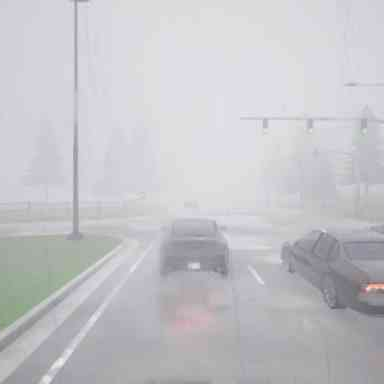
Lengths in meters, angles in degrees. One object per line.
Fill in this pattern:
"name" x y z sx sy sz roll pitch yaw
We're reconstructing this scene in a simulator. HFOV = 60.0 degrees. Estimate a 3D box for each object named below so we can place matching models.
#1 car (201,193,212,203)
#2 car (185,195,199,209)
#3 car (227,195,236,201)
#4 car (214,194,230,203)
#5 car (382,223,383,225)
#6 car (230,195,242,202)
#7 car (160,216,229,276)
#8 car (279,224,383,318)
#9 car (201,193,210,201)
"car" 3.495 1.547 78.235 2.097 1.767 4.553 0 0 0
"car" -0.003 1.598 47.227 1.882 1.535 5.008 0 0 0
"car" 10.494 1.558 88.269 1.837 1.490 4.892 0 0 0
"car" 6.995 1.716 77.848 2.128 1.511 4.902 0 0 0
"car" 7.074 1.519 10.426 2.128 1.511 4.902 0 0 0
"car" 10.494 1.547 78.235 2.097 1.767 4.553 0 0 0
"car" 0.074 1.533 10.455 1.837 1.490 4.892 0 0 0
"car" 3.556 1.568 7.744 2.033 1.411 5.357 0 0 1
"car" 3.494 1.283 88.299 2.150 2.045 5.566 0 0 0
